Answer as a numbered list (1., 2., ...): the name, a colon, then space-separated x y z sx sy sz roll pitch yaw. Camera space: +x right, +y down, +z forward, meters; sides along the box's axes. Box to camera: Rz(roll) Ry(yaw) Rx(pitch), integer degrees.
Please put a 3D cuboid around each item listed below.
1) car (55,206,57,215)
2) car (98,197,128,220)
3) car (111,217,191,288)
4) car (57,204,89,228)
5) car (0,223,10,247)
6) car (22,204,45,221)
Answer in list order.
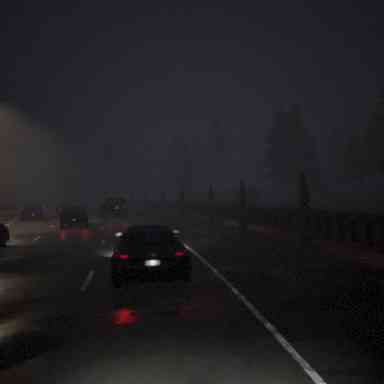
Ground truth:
1. car: -15.203 2.086 39.833 1.994 1.385 4.181 -1 0 -27
2. car: -7.650 1.530 32.004 2.150 2.045 5.566 -1 0 -22
3. car: -1.257 1.632 9.689 1.994 1.385 4.181 -1 0 -10
4. car: -8.935 1.792 25.354 1.882 1.535 5.008 -1 0 -18
5. car: -9.162 1.627 13.541 2.097 1.767 4.553 -1 0 -12
6. car: -15.985 1.995 33.567 1.882 1.535 5.008 -1 0 -24
